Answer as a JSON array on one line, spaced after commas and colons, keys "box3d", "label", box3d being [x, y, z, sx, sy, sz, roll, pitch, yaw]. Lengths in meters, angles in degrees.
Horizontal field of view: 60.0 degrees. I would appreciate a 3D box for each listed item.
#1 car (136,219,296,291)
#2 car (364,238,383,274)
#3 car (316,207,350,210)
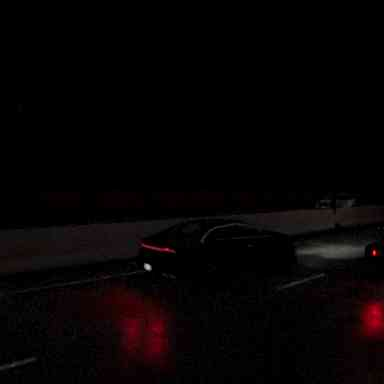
[{"box3d": [0.876, 1.490, 9.106, 4.902, 1.511, 2.128, 0, 0, -38], "label": "car"}, {"box3d": [6.816, 1.585, 9.390, 4.718, 1.301, 1.895, 0, 0, -40], "label": "car"}, {"box3d": [15.166, 1.185, 34.914, 5.566, 2.045, 2.150, 0, 0, -40], "label": "car"}]
